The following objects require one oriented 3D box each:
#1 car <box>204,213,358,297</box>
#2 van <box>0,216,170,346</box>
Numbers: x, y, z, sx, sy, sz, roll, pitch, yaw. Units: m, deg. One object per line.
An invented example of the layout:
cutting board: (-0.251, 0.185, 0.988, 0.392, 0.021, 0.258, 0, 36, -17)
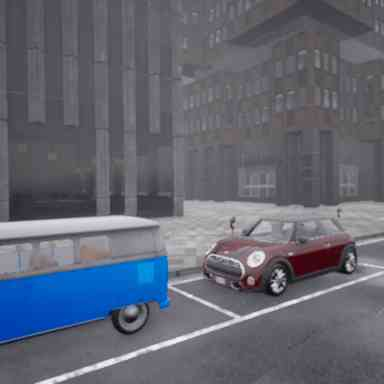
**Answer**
car: (2.230, 1.314, 8.212, 4.097, 1.590, 1.967, -1, 1, -35)
van: (-2.279, 1.323, 5.020, 3.998, 1.788, 1.690, -1, 1, -35)
